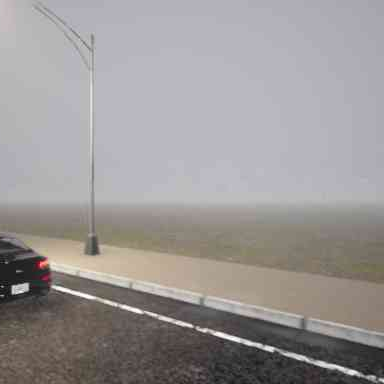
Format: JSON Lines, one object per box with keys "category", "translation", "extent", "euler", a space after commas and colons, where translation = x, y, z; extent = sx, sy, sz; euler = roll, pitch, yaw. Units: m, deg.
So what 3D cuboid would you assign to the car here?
{"category": "car", "translation": [-4.866, 1.532, 7.155], "extent": [4.674, 1.442, 1.812], "euler": [0, 0, 36]}
